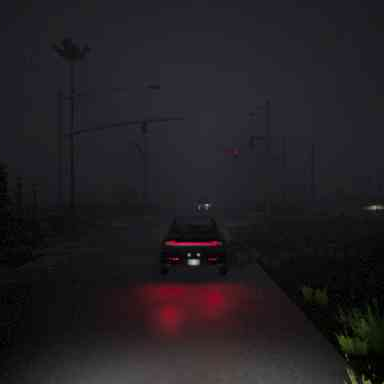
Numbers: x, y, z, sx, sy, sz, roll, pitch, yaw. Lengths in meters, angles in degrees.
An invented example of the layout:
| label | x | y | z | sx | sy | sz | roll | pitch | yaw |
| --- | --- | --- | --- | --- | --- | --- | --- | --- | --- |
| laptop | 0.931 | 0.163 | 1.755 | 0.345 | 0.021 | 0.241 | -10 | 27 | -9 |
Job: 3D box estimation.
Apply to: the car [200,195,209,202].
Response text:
| label | x | y | z | sx | sy | sz | roll | pitch | yaw |
| --- | --- | --- | --- | --- | --- | --- | --- | --- | --- |
| car | 2.707 | 1.400 | 72.175 | 1.812 | 1.442 | 4.674 | 0 | 0 | 3 |

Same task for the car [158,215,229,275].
| label | x | y | z | sx | sy | sz | roll | pitch | yaw |
| --- | --- | --- | --- | --- | --- | --- | --- | --- | --- |
| car | 0.056 | 1.478 | 10.447 | 2.128 | 1.511 | 4.902 | 0 | 0 | 0 |

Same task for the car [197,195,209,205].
| label | x | y | z | sx | sy | sz | roll | pitch | yaw |
| --- | --- | --- | --- | --- | --- | --- | --- | --- | --- |
| car | 1.919 | 1.459 | 56.951 | 1.994 | 1.385 | 4.181 | 0 | 0 | 3 |
